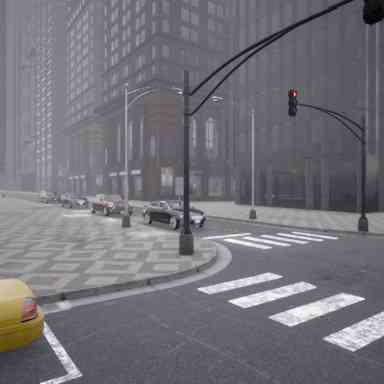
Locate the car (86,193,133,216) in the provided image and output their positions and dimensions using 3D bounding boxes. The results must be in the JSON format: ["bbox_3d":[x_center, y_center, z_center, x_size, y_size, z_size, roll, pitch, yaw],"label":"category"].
[{"bbox_3d":[-6.467,0.896,26.620,2.097,1.767,4.553,0,1,-35],"label":"car"}]

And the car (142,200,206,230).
[{"bbox_3d":[-1.133,1.205,19.202,2.128,1.511,4.902,0,1,-36],"label":"car"}]

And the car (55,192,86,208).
[{"bbox_3d":[-12.351,0.854,34.807,2.128,1.511,4.902,0,1,-36],"label":"car"}]

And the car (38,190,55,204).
[{"bbox_3d":[-18.364,0.688,43.225,1.837,1.490,4.892,0,1,-35],"label":"car"}]

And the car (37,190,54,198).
[{"bbox_3d":[-26.365,0.389,59.750,1.837,1.490,4.892,0,-1,-36],"label":"car"}]

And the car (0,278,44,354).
[{"bbox_3d":[-4.282,1.525,3.597,4.829,1.417,1.752,0,0,-35],"label":"car"}]
